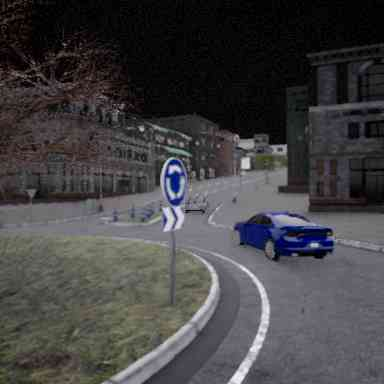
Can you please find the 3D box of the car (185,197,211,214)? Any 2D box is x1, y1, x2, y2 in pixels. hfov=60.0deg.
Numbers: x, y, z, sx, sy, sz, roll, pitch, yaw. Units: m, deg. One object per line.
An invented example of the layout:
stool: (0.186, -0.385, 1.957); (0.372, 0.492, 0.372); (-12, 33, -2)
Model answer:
car: (0.572, 1.189, 31.838); (1.994, 1.385, 4.181); (-1, 4, 10)

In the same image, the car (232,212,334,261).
car: (3.121, 1.465, 12.450); (1.882, 1.535, 5.008); (1, 0, -13)
